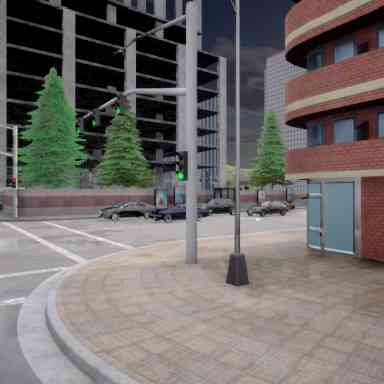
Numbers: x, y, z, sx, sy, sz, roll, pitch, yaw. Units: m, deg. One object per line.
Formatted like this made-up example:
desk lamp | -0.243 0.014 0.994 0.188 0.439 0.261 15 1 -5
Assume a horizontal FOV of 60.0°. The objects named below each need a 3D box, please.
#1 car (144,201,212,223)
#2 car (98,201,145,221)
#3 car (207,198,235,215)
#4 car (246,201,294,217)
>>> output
car | -1.025 1.656 26.315 4.718 1.301 1.895 0 0 -35
car | -5.288 1.547 27.587 4.902 1.511 2.128 0 0 -35
car | 2.198 1.407 32.882 4.553 1.767 2.097 0 0 -35
car | 7.355 1.581 32.239 4.674 1.442 1.812 0 0 -35
